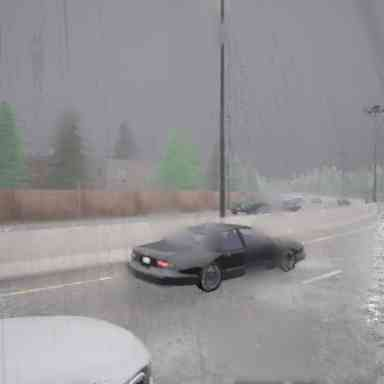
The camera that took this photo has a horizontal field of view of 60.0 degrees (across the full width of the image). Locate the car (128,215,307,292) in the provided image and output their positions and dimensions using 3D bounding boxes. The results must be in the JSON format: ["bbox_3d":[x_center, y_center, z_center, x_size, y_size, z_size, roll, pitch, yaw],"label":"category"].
[{"bbox_3d":[0.909,1.582,9.056,5.357,1.411,2.033,0,0,-39],"label":"car"}]

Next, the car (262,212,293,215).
[{"bbox_3d":[5.550,1.649,23.326,1.994,1.385,4.181,0,0,43],"label":"car"}]

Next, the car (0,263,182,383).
[{"bbox_3d":[-2.477,1.536,2.150,4.674,1.442,1.812,0,0,-35],"label":"car"}]
